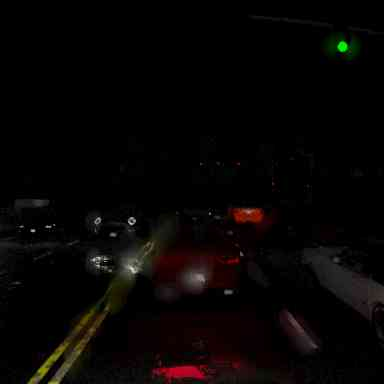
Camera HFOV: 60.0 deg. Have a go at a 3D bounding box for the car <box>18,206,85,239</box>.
[{"bbox_3d":[-7.055,1.493,17.208,1.837,1.490,4.892,0,0,0],"label":"car"}]

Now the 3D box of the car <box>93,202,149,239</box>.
[{"bbox_3d":[-3.554,1.338,17.235,2.097,1.767,4.553,0,0,0],"label":"car"}]

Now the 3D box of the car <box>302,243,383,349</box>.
[{"bbox_3d":[3.607,1.596,6.072,1.895,1.301,4.718,0,0,0],"label":"car"}]

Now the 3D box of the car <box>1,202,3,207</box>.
[{"bbox_3d":[-27.386,1.429,43.447,5.008,1.535,1.882,0,0,-2],"label":"car"}]

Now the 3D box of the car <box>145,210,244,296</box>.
[{"bbox_3d":[0.109,1.471,8.701,1.882,1.535,5.008,0,0,0],"label":"car"}]

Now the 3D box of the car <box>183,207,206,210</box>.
[{"bbox_3d":[0.122,1.533,18.923,2.033,1.411,5.357,0,0,0],"label":"car"}]

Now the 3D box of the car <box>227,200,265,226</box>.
[{"bbox_3d":[3.654,1.334,23.353,2.097,1.767,4.553,0,0,1],"label":"car"}]
